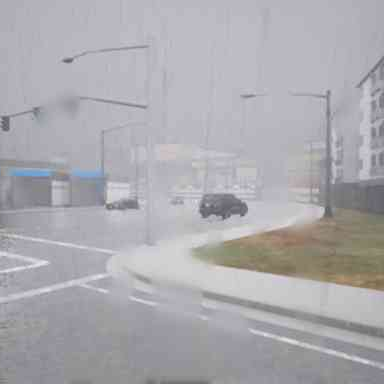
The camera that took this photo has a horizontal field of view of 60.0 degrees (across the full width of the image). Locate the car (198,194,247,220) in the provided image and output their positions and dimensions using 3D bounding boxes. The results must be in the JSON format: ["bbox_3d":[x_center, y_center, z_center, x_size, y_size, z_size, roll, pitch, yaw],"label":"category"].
[{"bbox_3d":[2.665,1.155,27.668,2.150,2.045,5.566,1,0,33],"label":"car"}]

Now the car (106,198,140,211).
[{"bbox_3d":[-7.806,1.428,37.681,1.994,1.385,4.181,0,0,28],"label":"car"}]

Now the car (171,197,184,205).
[{"bbox_3d":[-2.433,1.465,56.100,1.895,1.301,4.718,0,0,1],"label":"car"}]
